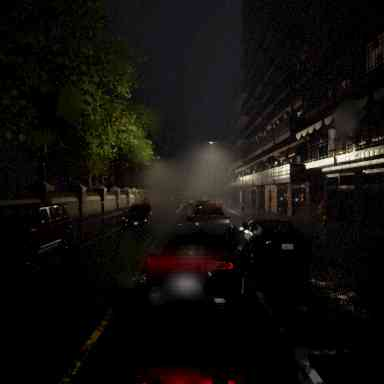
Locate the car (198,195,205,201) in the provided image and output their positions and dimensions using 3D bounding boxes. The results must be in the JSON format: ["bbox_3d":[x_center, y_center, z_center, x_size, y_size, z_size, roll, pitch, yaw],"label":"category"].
[{"bbox_3d":[2.490,1.609,90.358,1.752,1.417,4.829,0,0,0],"label":"car"}]

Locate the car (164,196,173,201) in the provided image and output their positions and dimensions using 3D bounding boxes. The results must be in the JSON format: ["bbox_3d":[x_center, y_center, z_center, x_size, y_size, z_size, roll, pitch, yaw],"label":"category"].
[{"bbox_3d":[-5.877,1.623,84.538,2.008,1.369,4.403,0,0,0],"label":"car"}]

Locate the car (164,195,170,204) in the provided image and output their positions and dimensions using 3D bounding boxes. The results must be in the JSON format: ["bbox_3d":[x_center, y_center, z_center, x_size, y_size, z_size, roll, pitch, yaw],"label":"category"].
[{"bbox_3d":[-5.827,1.591,62.017,2.008,1.369,4.403,0,0,0],"label":"car"}]

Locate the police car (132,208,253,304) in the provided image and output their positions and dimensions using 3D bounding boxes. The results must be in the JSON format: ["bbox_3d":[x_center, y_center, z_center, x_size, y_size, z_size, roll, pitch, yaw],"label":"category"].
[{"bbox_3d":[0.425,1.426,8.418,1.930,1.638,5.238,0,0,12],"label":"police car"}]

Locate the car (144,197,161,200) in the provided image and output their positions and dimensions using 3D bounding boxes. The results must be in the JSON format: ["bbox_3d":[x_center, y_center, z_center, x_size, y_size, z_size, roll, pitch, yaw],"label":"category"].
[{"bbox_3d":[-5.791,1.461,45.127,1.967,1.590,4.097,0,0,0],"label":"car"}]

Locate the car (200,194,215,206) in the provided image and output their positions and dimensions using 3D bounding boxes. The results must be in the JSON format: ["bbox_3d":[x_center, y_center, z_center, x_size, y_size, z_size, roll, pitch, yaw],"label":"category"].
[{"bbox_3d":[2.564,1.348,56.405,2.192,1.841,5.009,0,0,0],"label":"car"}]

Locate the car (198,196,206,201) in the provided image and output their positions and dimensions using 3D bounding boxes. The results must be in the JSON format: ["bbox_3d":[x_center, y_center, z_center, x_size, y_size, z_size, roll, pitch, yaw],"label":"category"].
[{"bbox_3d":[2.504,1.638,84.557,1.947,1.339,4.313,0,0,0],"label":"car"}]

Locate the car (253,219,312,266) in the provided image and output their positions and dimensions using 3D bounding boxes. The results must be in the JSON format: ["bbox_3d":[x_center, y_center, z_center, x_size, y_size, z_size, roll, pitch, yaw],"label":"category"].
[{"bbox_3d":[2.665,1.567,11.365,1.947,1.339,4.313,0,0,0],"label":"car"}]

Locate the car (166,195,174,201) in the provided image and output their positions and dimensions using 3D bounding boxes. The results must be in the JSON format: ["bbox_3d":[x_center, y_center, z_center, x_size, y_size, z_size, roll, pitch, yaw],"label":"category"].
[{"bbox_3d":[-5.890,1.608,89.999,1.752,1.417,4.829,0,0,0],"label":"car"}]

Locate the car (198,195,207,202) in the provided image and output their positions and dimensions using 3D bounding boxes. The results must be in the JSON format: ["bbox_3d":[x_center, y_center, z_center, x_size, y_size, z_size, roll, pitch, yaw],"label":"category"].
[{"bbox_3d":[2.515,1.503,78.927,1.967,1.590,4.097,0,0,0],"label":"car"}]

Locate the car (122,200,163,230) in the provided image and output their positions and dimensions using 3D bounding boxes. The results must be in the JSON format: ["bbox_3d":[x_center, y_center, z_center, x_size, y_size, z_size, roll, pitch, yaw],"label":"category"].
[{"bbox_3d":[-3.145,1.508,21.019,1.837,1.490,4.892,0,0,0],"label":"car"}]

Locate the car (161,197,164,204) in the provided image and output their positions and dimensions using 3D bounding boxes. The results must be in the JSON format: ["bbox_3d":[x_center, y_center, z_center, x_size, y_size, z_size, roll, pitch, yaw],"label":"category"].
[{"bbox_3d":[-5.803,1.467,50.756,1.967,1.590,4.097,0,0,0],"label":"car"}]

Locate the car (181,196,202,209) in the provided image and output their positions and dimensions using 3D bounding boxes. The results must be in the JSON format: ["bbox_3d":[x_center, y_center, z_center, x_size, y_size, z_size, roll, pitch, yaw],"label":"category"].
[{"bbox_3d":[-0.078,1.569,45.066,2.033,1.411,5.357,0,0,0],"label":"car"}]

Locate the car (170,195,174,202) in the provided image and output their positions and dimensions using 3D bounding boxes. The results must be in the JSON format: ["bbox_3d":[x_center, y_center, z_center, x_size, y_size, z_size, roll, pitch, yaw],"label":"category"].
[{"bbox_3d":[-5.864,1.588,78.738,1.752,1.417,4.829,0,0,0],"label":"car"}]

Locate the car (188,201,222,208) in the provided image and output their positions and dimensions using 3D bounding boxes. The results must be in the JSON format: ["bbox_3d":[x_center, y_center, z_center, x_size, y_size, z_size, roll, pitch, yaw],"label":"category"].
[{"bbox_3d":[0.861,1.480,18.121,1.882,1.535,5.008,0,0,0],"label":"car"}]

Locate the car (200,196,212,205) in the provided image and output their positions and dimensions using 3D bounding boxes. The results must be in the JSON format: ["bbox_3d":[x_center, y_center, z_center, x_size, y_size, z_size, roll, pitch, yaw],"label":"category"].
[{"bbox_3d":[2.553,1.480,62.036,1.967,1.590,4.097,0,0,0],"label":"car"}]

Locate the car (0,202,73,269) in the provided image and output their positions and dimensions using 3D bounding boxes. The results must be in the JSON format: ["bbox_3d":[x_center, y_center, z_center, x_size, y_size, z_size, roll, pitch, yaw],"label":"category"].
[{"bbox_3d":[-5.715,1.316,11.347,2.192,1.841,5.009,0,0,0],"label":"car"}]

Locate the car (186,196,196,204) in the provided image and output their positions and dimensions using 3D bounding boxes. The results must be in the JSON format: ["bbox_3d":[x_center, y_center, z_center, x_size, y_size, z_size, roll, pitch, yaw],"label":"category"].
[{"bbox_3d":[-0.139,1.520,63.738,1.882,1.535,5.008,0,0,0],"label":"car"}]

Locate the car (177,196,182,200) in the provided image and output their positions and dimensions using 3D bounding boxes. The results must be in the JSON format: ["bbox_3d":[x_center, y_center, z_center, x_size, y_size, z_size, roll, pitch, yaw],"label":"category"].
[{"bbox_3d":[-3.202,1.687,91.678,1.895,1.301,4.718,0,0,0],"label":"car"}]

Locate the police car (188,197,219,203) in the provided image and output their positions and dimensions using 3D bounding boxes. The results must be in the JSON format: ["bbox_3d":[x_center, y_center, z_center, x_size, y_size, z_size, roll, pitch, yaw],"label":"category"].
[{"bbox_3d":[0.847,1.430,24.231,1.930,1.638,5.238,0,0,0],"label":"police car"}]
